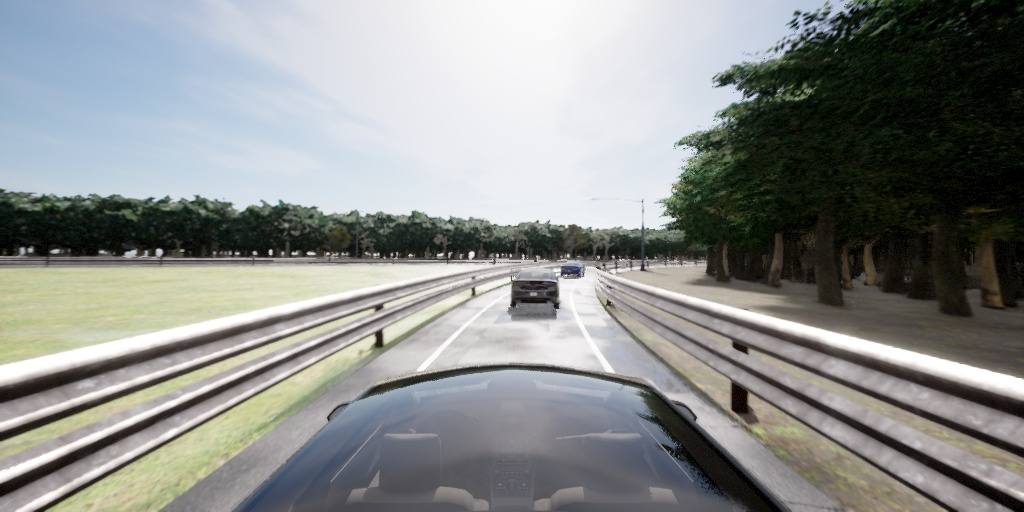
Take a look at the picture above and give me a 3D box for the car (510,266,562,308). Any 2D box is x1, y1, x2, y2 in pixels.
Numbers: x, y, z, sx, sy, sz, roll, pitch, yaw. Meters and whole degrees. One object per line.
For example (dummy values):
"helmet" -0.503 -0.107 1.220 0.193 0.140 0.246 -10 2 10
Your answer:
"car" 1.113 1.244 15.530 1.882 1.535 5.008 0 0 8

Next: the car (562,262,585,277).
"car" 6.369 1.308 37.059 1.882 1.535 5.008 0 0 20
